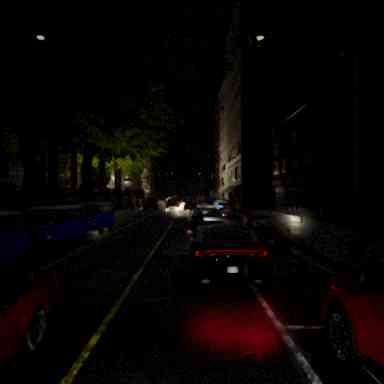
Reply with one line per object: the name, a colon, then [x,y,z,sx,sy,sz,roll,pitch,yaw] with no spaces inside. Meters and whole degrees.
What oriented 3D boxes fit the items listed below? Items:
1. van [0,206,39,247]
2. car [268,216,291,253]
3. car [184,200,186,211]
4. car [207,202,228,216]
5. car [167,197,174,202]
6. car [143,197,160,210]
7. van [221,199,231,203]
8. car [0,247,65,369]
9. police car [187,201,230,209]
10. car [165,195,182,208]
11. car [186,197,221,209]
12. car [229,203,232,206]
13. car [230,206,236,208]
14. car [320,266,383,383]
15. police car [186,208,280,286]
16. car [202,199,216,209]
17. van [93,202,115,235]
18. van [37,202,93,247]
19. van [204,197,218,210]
van: [-5.691,1.403,8.343,1.690,1.788,3.998,0,0,0]
car: [2.819,1.646,14.048,1.887,1.381,4.507,0,0,0]
car: [-0.119,1.872,46.233,1.994,1.385,4.181,0,0,1]
car: [2.756,1.795,36.689,1.887,1.381,4.507,0,0,0]
car: [-5.921,2.083,91.464,1.752,1.417,4.829,0,0,0]
car: [-5.800,1.634,47.947,2.192,1.841,5.009,0,0,0]
van: [2.771,1.555,31.030,1.690,1.788,3.998,0,0,0]
car: [-3.107,1.627,3.417,1.895,1.301,4.718,0,0,0]
police car: [0.848,1.566,19.785,1.930,1.638,5.238,0,0,0]
car: [-3.186,1.709,54.784,2.097,1.767,4.553,0,0,0]
car: [0.831,1.531,25.645,2.097,1.767,4.553,0,0,0]
car: [2.788,1.760,25.368,1.802,1.307,4.206,0,0,0]
car: [2.803,1.722,19.708,1.802,1.307,4.206,0,0,0]
car: [2.849,1.336,2.729,2.192,1.841,5.009,0,0,0]
police car: [0.876,1.497,9.786,1.930,1.638,5.238,0,0,0]
car: [2.709,1.917,53.670,1.947,1.339,4.313,0,0,0]
van: [-5.722,1.481,19.658,1.690,1.788,3.998,0,0,0]
van: [-5.707,1.443,14.000,1.690,1.788,3.998,0,0,0]
van: [2.725,1.659,48.011,1.690,1.788,3.998,0,0,0]
